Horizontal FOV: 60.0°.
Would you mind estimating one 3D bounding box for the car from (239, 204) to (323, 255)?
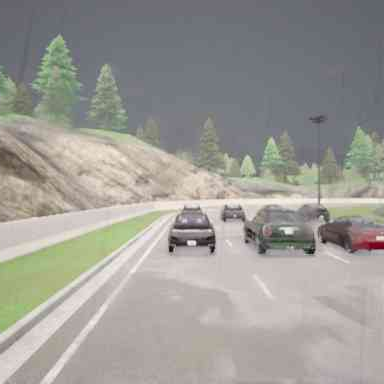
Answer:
[{"bbox_3d":[3.499,1.483,14.085,2.097,1.767,4.553,0,-1,0],"label":"car"}]

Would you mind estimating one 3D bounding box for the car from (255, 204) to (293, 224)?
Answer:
[{"bbox_3d":[6.995,1.819,28.989,2.033,1.411,5.357,0,-1,0],"label":"car"}]

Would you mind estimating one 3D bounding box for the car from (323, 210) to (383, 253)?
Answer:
[{"bbox_3d":[6.999,1.699,14.313,1.994,1.385,4.181,0,0,0],"label":"car"}]

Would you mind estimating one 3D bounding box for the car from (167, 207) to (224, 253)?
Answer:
[{"bbox_3d":[0.000,1.627,14.289,2.128,1.511,4.902,0,0,0],"label":"car"}]

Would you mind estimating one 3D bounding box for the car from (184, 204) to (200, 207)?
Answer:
[{"bbox_3d":[0.004,1.767,29.289,2.128,1.511,4.902,0,0,0],"label":"car"}]

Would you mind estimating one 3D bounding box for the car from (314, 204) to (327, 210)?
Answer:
[{"bbox_3d":[10.504,1.783,29.304,1.837,1.490,4.892,0,0,0],"label":"car"}]

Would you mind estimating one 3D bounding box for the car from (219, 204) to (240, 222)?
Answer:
[{"bbox_3d":[3.504,1.767,29.285,2.128,1.511,4.902,0,0,0],"label":"car"}]
